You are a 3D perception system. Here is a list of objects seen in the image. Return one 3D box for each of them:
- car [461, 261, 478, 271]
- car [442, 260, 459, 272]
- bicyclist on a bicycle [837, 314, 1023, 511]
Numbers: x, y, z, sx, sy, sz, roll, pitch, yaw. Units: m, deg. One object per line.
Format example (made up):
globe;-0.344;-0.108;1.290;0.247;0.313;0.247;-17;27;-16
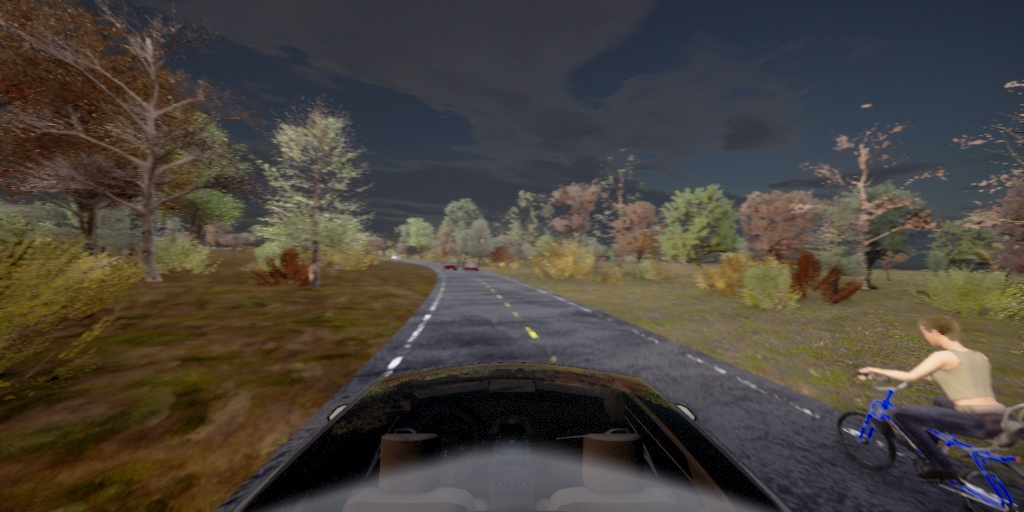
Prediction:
car;-6.144;1.413;52.068;1.994;1.385;4.181;2;0;-15
car;-8.331;1.370;48.106;1.895;1.301;4.718;2;0;-14
bicyclist on a bicycle;3.566;1.293;3.095;0.866;1.612;1.509;2;0;-6
